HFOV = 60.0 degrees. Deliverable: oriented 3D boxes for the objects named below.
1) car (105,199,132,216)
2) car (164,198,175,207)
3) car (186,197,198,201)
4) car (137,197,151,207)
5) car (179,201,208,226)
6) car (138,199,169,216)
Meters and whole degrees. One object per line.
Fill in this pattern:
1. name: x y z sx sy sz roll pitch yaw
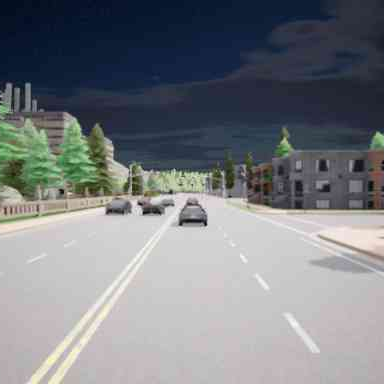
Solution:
1. car: -7.120 1.466 32.682 1.882 1.535 5.008 0 0 0
2. car: -3.611 1.546 49.319 1.994 1.385 4.181 0 0 0
3. car: 0.063 1.544 52.516 1.994 1.385 4.181 0 0 0
4. car: -7.103 1.459 50.569 1.882 1.535 5.008 0 0 0
5. car: 0.083 1.555 23.677 1.994 1.385 4.181 0 0 0
6. car: -3.621 1.589 31.973 1.895 1.301 4.718 0 0 0
